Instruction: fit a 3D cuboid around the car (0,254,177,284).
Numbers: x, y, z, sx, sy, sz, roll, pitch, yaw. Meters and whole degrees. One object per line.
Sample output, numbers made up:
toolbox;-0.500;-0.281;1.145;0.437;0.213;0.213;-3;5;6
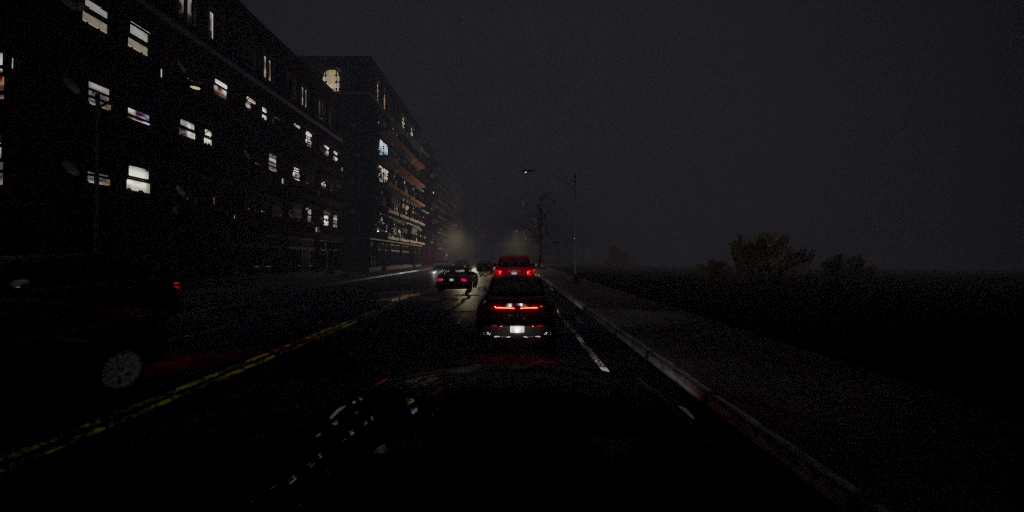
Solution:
car;-9.845;0.972;7.189;2.150;2.045;5.566;0;0;0

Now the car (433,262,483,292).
car;-3.129;1.301;21.211;2.033;1.411;5.357;0;0;0

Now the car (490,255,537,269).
car;0.115;0.975;20.109;2.150;2.045;5.566;0;0;0

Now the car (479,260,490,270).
car;-3.114;1.231;42.302;1.882;1.535;5.008;0;0;0

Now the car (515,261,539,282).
car;1.162;1.209;30.516;1.801;1.575;5.366;0;0;0

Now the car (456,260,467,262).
car;-6.562;1.279;46.786;1.812;1.442;4.674;0;0;0

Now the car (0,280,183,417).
car;-6.597;1.228;3.775;1.882;1.535;5.008;0;0;0

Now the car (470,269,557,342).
car;0.108;1.256;9.761;1.837;1.490;4.892;0;0;0

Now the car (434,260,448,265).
car;-9.807;1.279;50.412;1.812;1.442;4.674;0;0;0
